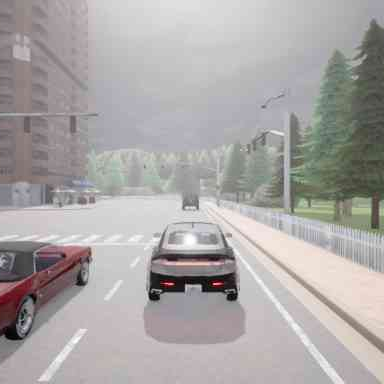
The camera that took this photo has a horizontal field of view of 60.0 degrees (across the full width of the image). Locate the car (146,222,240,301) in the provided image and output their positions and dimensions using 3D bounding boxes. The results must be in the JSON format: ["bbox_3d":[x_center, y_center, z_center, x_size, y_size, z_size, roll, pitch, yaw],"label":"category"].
[{"bbox_3d":[0.023,1.492,8.310,2.128,1.511,4.902,0,0,0],"label":"car"}]

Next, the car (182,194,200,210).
[{"bbox_3d":[-0.180,1.221,43.759,2.150,2.045,5.566,0,0,-1],"label":"car"}]

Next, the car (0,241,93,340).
[{"bbox_3d":[-3.450,1.601,6.461,1.895,1.301,4.718,0,0,0],"label":"car"}]
